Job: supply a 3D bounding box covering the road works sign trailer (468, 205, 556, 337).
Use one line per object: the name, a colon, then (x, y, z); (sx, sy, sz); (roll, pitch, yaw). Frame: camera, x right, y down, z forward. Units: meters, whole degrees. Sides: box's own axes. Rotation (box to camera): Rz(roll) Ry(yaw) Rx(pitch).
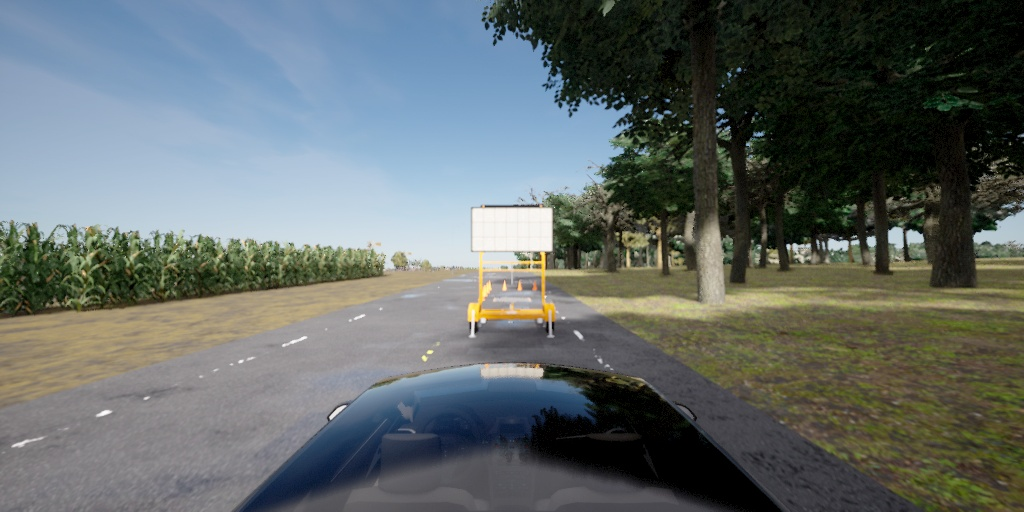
road works sign trailer: (0.004, 0.299, 10.544); (2.380, 3.560, 2.880); (0, 0, 1)
